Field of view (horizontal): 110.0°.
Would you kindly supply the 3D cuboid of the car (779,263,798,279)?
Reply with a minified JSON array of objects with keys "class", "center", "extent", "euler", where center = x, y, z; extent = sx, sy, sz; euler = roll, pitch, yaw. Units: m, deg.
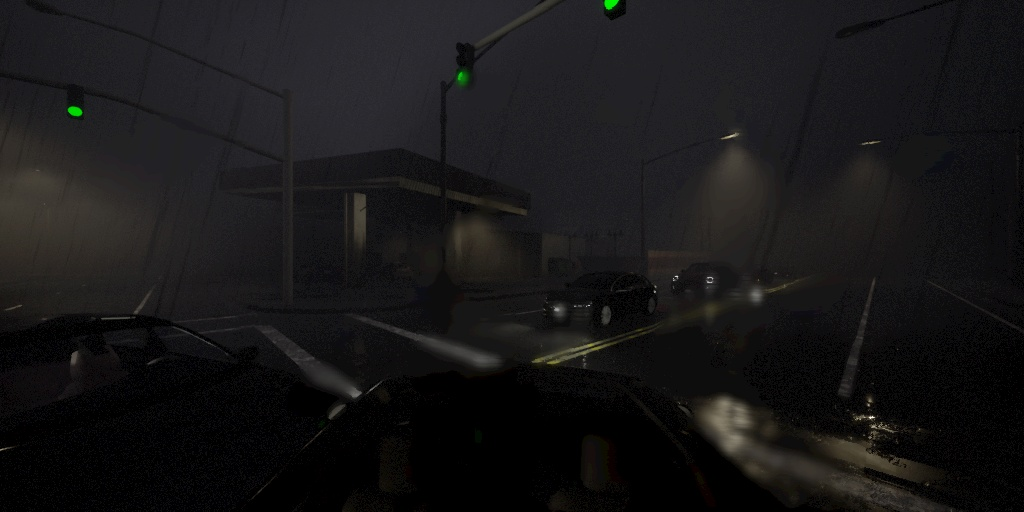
[{"class":"car","center":[24.163,1.313,32.149],"extent":[4.181,1.385,1.994],"euler":[0,0,-44]}]

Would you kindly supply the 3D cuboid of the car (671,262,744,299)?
[{"class":"car","center":[9.938,1.102,18.353],"extent":[4.553,1.767,2.097],"euler":[0,0,-44]}]

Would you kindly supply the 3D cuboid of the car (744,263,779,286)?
[{"class":"car","center":[16.947,1.314,25.181],"extent":[1.994,1.385,4.181],"euler":[0,0,45]}]

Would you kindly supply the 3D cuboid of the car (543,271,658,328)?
[{"class":"car","center":[3.018,1.255,11.590],"extent":[4.892,1.490,1.837],"euler":[0,0,-45]}]

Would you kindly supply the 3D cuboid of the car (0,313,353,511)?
[{"class":"car","center":[-3.390,1.242,2.647],"extent":[4.902,1.511,2.128],"euler":[0,0,16]}]
